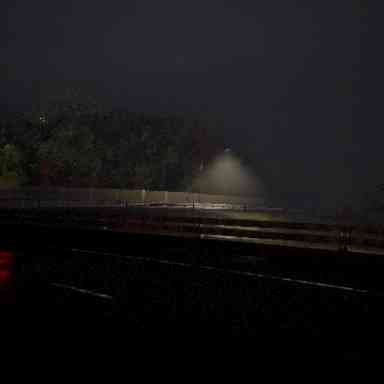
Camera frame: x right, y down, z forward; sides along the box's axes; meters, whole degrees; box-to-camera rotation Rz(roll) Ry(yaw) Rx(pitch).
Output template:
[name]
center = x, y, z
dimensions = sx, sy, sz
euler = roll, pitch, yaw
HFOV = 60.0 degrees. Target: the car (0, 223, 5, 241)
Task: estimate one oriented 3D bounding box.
[car]
center = -9.916, 1.515, 13.817
dimensions = 4.892, 1.490, 1.837
euler = 0, 0, 27
